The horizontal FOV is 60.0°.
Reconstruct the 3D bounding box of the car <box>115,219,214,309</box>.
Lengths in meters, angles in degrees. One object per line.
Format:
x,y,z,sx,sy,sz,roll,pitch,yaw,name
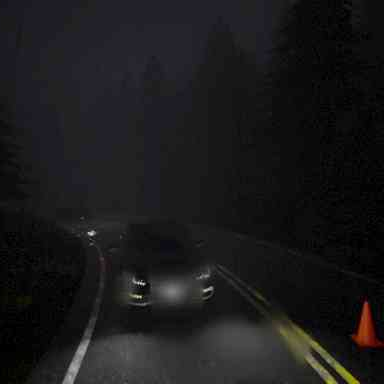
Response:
-0.870,1.491,8.125,1.837,1.490,4.892,-1,0,-13,car

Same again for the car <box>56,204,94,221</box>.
-9.447,1.675,26.731,1.895,1.301,4.718,-3,1,-34,car
